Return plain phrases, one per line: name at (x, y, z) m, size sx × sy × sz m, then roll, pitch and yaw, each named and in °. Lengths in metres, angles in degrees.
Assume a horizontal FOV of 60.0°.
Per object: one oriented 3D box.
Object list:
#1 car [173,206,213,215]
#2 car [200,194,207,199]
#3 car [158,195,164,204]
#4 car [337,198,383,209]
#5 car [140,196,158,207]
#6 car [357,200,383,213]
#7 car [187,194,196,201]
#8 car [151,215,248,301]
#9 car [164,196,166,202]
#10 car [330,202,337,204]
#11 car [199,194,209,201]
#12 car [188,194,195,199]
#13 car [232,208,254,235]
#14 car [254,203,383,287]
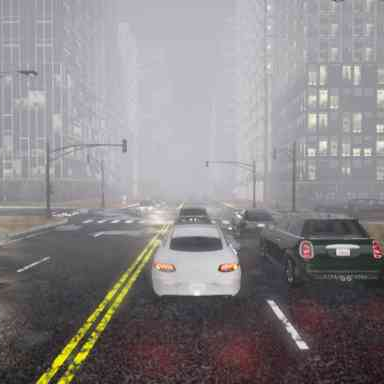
car at (0.056, 1.493, 17.432) m, size 1.837 × 1.490 × 4.892 m, roll 0°, pitch 0°, yaw 0°
car at (3.021, 1.252, 90.773) m, size 1.812 × 1.442 × 4.674 m, roll 0°, pitch 0°, yaw 0°
car at (-6.722, 1.420, 61.100) m, size 1.882 × 1.535 × 5.008 m, roll 0°, pitch 0°, yaw 1°
car at (16.127, 1.514, 29.599) m, size 5.009 × 1.841 × 2.192 m, roll 1°, pitch 0°, yaw 1°
car at (-6.718, 1.520, 50.776) m, size 1.994 × 1.385 × 4.181 m, roll 0°, pitch 0°, yaw 0°
car at (21.714, 1.637, 37.900) m, size 4.829 × 1.417 × 1.752 m, roll 1°, pitch 0°, yaw 1°
car at (-0.202, 1.406, 80.348) m, size 1.837 × 1.490 × 4.892 m, roll 0°, pitch 0°, yaw 0°
car at (0.081, 1.521, 8.183) m, size 1.812 × 1.442 × 4.674 m, roll 0°, pitch 0°, yaw 0°
car at (-6.682, 1.406, 71.475) m, size 1.882 × 1.535 × 5.008 m, roll 0°, pitch 0°, yaw 0°
car at (15.066, 1.697, 35.385) m, size 4.718 × 1.301 × 1.895 m, roll 0°, pitch 1°, yaw 0°
car at (3.048, 1.383, 80.356) m, size 1.882 × 1.535 × 5.008 m, roll 0°, pitch 0°, yaw 0°
car at (-0.229, 1.206, 90.766) m, size 1.882 × 1.535 × 5.008 m, roll 0°, pitch 0°, yaw 0°
car at (3.304, 1.552, 17.846) m, size 1.994 × 1.385 × 4.181 m, roll 0°, pitch 0°, yaw 0°
car at (3.327, 1.346, 9.460) m, size 2.097 × 1.767 × 4.553 m, roll 0°, pitch 0°, yaw 0°
